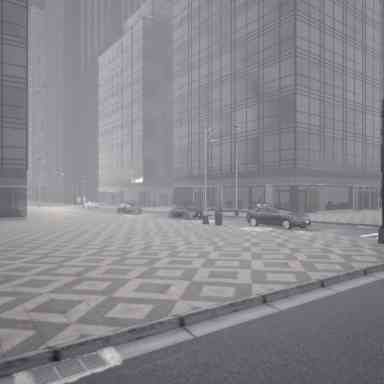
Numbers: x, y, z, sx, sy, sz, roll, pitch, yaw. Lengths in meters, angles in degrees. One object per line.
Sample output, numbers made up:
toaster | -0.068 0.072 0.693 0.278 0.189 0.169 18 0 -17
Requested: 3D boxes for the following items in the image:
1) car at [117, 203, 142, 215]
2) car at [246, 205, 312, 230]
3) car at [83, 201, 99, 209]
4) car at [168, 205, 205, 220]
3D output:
car | -8.050 2.107 42.340 1.812 1.442 4.674 0 -1 -36
car | 5.901 1.719 23.067 1.837 1.490 4.892 0 -1 -36
car | -19.178 2.477 63.097 1.812 1.442 4.674 0 -1 -36
car | -0.522 1.946 31.930 1.994 1.385 4.181 0 -1 -36
